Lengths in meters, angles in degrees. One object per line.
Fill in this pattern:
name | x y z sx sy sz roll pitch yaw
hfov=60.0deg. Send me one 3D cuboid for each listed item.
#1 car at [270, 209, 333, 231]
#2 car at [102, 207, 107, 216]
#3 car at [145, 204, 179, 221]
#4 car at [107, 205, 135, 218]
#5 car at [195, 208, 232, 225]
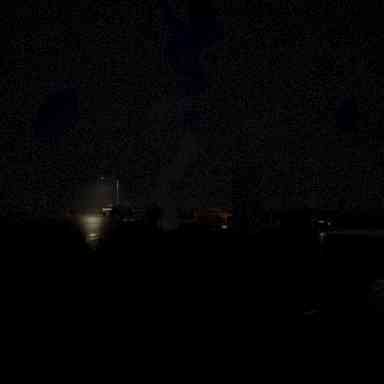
car | 8.135 2.045 25.050 1.837 1.490 4.892 1 -3 -35
car | -14.988 3.443 62.645 2.150 2.045 5.566 1 -3 -36
car | -3.884 2.524 41.986 2.150 2.045 5.566 1 -3 -35
car | -10.893 2.976 51.938 2.150 2.045 5.566 1 -3 -35
car | 2.325 2.384 33.251 1.882 1.535 5.008 1 -3 -36
